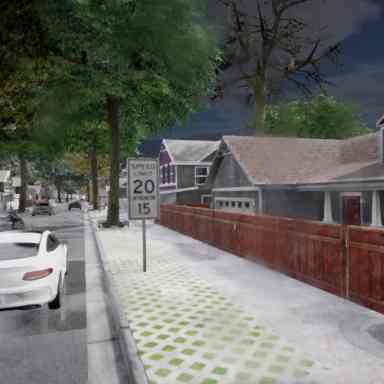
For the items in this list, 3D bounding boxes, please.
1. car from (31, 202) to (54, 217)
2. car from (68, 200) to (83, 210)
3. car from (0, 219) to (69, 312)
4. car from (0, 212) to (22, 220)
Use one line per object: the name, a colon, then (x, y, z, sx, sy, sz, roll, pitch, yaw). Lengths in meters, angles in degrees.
car: (-15.979, 1.839, 35.712, 1.837, 1.490, 4.892, -1, -1, -18)
car: (-17.615, 1.954, 50.075, 1.837, 1.490, 4.892, -1, -1, -18)
car: (-3.841, 1.576, 7.480, 1.812, 1.442, 4.674, -1, 0, -18)
car: (-10.030, 1.741, 17.286, 1.994, 1.385, 4.181, -1, 0, -18)
